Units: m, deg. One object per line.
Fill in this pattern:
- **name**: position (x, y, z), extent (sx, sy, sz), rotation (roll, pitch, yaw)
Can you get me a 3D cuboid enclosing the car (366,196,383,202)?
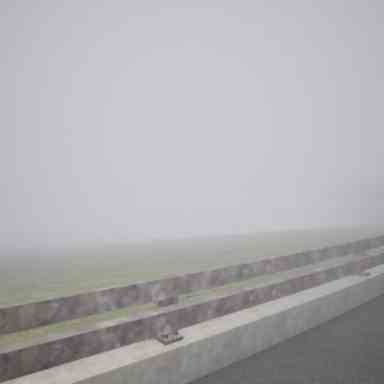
- **car**: position (42.261, 1.825, 75.588), extent (1.837, 1.490, 4.892), rotation (0, 0, 2)
